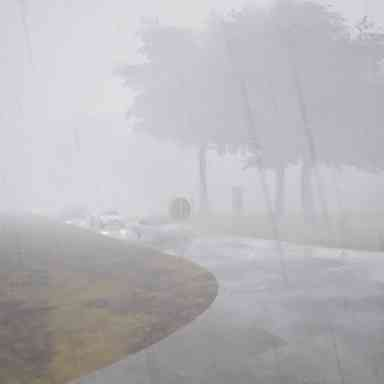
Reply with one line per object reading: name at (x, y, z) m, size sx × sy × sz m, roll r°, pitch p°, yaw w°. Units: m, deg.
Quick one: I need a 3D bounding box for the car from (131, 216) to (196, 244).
car at (-1.711, 2.036, 18.606) m, size 1.895 × 1.301 × 4.718 m, roll 0°, pitch -1°, yaw -31°

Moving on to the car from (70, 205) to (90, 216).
car at (-16.692, 2.658, 49.374) m, size 1.837 × 1.490 × 4.892 m, roll 0°, pitch -1°, yaw -31°

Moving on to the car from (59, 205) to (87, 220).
car at (-14.007, 2.470, 39.180) m, size 1.812 × 1.442 × 4.674 m, roll 0°, pitch -1°, yaw -31°

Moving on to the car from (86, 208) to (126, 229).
car at (-7.018, 2.178, 27.481) m, size 1.812 × 1.442 × 4.674 m, roll 0°, pitch -1°, yaw -31°

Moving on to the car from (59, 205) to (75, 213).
car at (-21.892, 2.982, 58.041) m, size 1.895 × 1.301 × 4.718 m, roll 0°, pitch -1°, yaw -30°
